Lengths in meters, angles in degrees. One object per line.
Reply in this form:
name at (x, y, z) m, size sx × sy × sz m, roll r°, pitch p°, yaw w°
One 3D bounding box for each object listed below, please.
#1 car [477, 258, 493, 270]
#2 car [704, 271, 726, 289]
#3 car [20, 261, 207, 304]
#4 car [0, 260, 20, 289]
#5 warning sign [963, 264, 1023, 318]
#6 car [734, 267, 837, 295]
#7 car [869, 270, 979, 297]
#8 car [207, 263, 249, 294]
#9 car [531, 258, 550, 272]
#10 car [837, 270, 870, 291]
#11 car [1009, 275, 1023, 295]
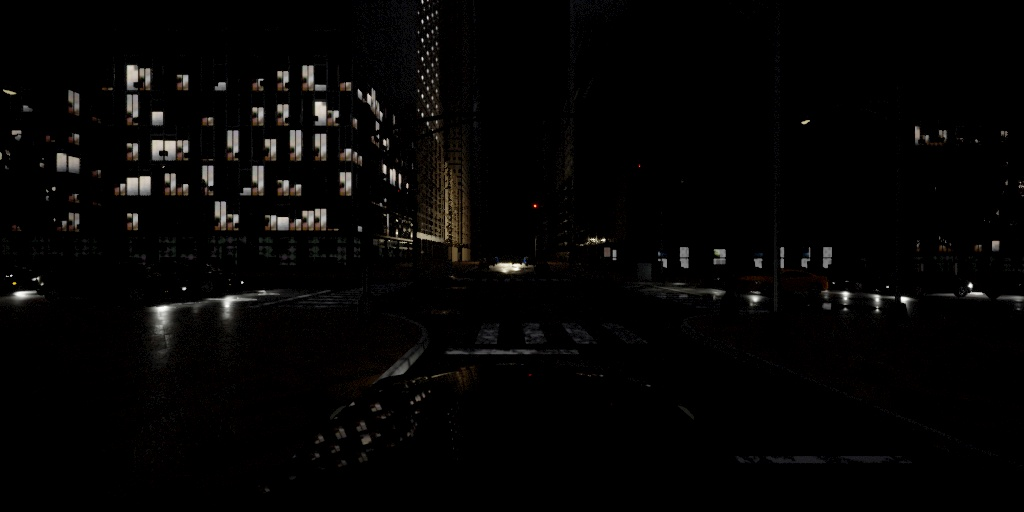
car at (-4.087, 1.342, 52.129) m, size 1.802 × 1.307 × 4.207 m, roll 0°, pitch 0°, yaw 0°
car at (16.320, 1.546, 25.529) m, size 5.008 × 1.535 × 1.882 m, roll 1°, pitch 0°, yaw -3°
car at (-15.373, 0.998, 14.059) m, size 4.892 × 1.490 × 1.837 m, roll 1°, pitch 0°, yaw -3°
car at (-24.565, 0.888, 16.879) m, size 4.181 × 1.385 × 1.994 m, roll 1°, pitch 0°, yaw -3°
warning sign at (17.261, 1.204, 12.860) m, size 1.060 × 1.860 × 1.300 m, roll 0°, pitch 0°, yaw -3°
car at (16.729, 1.554, 22.295) m, size 5.008 × 1.535 × 1.882 m, roll 1°, pitch 0°, yaw -3°
car at (26.129, 1.750, 22.743) m, size 4.892 × 1.490 × 1.837 m, roll 1°, pitch 0°, yaw -3°
car at (-15.525, 0.995, 17.306) m, size 4.892 × 1.490 × 1.837 m, roll 1°, pitch 0°, yaw -3°
car at (3.873, 1.329, 46.646) m, size 1.948 × 1.339 × 4.313 m, roll 0°, pitch 0°, yaw 0°
car at (25.617, 1.740, 25.971) m, size 4.892 × 1.490 × 1.837 m, roll 1°, pitch 0°, yaw -3°
car at (35.915, 2.021, 23.201) m, size 4.718 × 1.301 × 1.895 m, roll 1°, pitch 0°, yaw -3°
